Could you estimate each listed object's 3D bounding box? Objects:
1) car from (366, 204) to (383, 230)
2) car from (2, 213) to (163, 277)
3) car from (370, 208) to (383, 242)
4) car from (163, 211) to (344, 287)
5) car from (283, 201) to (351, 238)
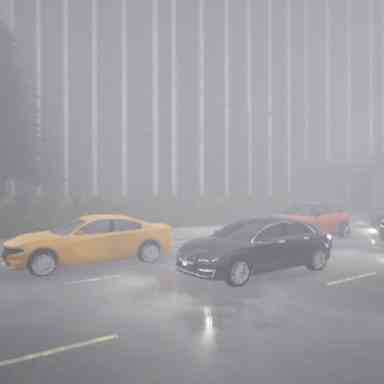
[{"bbox_3d":[12.817,1.469,20.373,4.181,1.385,1.994,0,0,-32],"label":"car"},{"bbox_3d":[-3.016,1.458,10.336,5.008,1.535,1.882,0,0,-32],"label":"car"},{"bbox_3d":[10.126,1.422,14.528,4.902,1.511,2.128,0,0,-32],"label":"car"},{"bbox_3d":[1.874,1.475,9.294,4.892,1.490,1.837,0,0,-32],"label":"car"},{"bbox_3d":[5.342,1.292,15.637,4.553,1.767,2.097,0,0,-32],"label":"car"}]
